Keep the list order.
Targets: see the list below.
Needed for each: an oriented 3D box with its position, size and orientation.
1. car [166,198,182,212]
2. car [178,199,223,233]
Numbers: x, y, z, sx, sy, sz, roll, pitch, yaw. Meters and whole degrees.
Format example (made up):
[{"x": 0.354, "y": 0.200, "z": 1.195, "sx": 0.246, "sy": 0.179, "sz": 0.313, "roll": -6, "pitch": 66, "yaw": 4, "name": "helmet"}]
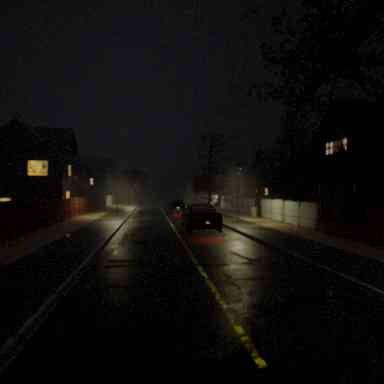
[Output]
[{"x": -1.795, "y": 1.428, "z": 37.696, "sx": 1.837, "sy": 1.490, "sz": 4.892, "roll": 0, "pitch": 0, "yaw": -7, "name": "car"}, {"x": 0.489, "y": 1.422, "z": 19.438, "sx": 1.882, "sy": 1.535, "sz": 5.008, "roll": 0, "pitch": 0, "yaw": -7, "name": "car"}]
